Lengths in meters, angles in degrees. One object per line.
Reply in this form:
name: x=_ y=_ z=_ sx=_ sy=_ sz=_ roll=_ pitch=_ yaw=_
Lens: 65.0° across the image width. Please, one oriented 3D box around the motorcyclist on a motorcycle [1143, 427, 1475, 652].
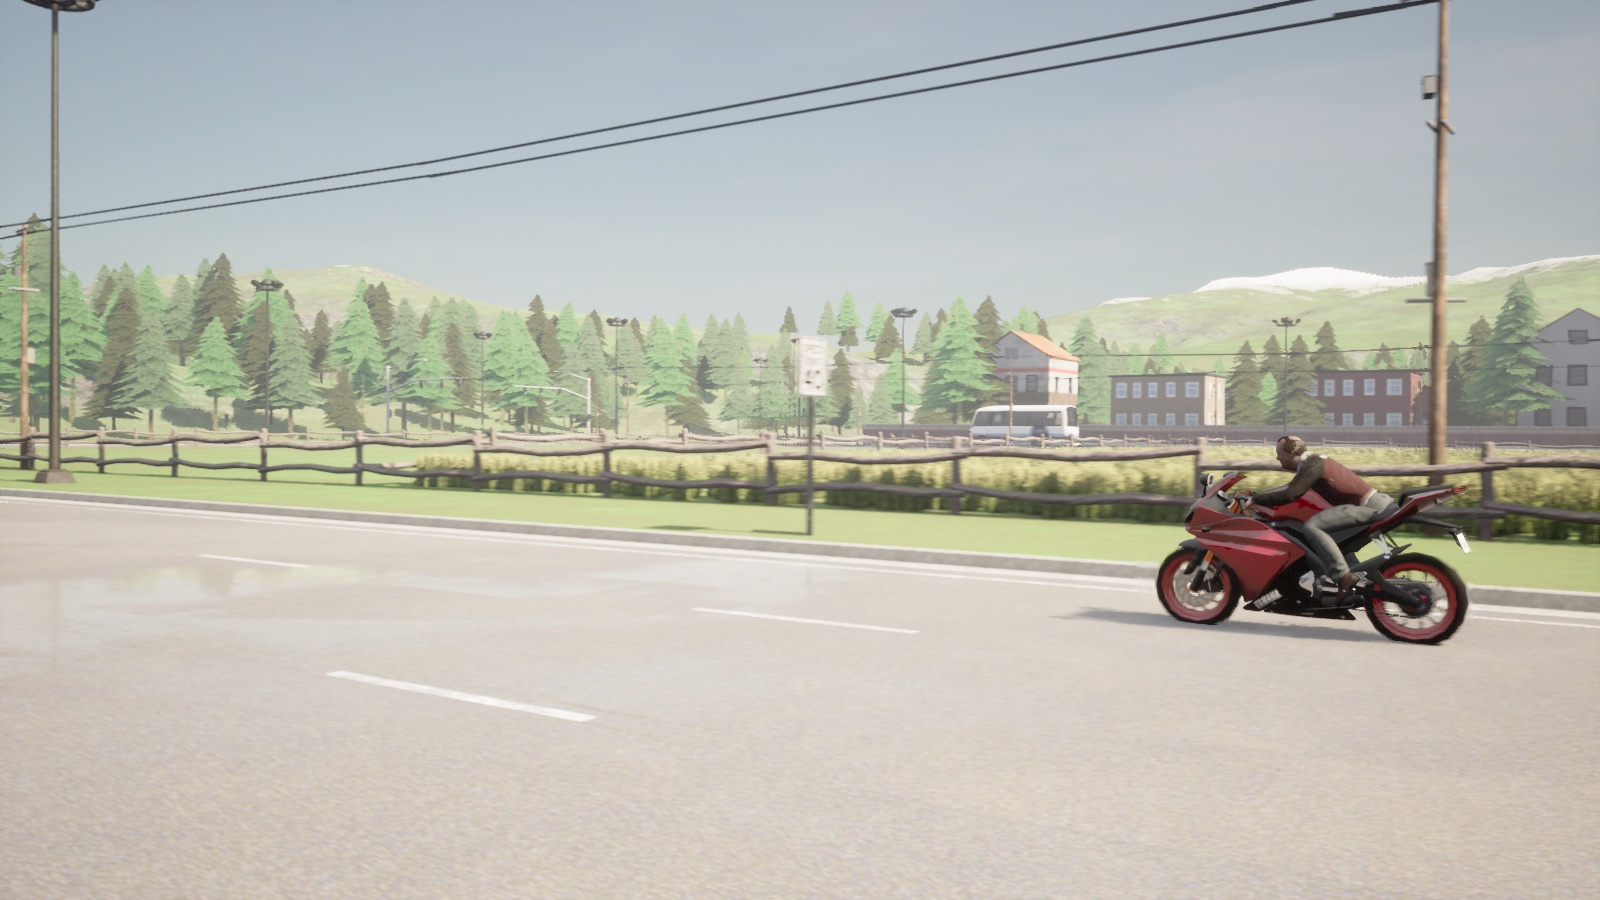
motorcyclist on a motorcycle: x=3.814 y=0.602 z=9.493 sx=2.191 sy=1.530 sz=0.866 roll=0 pitch=1 yaw=34
